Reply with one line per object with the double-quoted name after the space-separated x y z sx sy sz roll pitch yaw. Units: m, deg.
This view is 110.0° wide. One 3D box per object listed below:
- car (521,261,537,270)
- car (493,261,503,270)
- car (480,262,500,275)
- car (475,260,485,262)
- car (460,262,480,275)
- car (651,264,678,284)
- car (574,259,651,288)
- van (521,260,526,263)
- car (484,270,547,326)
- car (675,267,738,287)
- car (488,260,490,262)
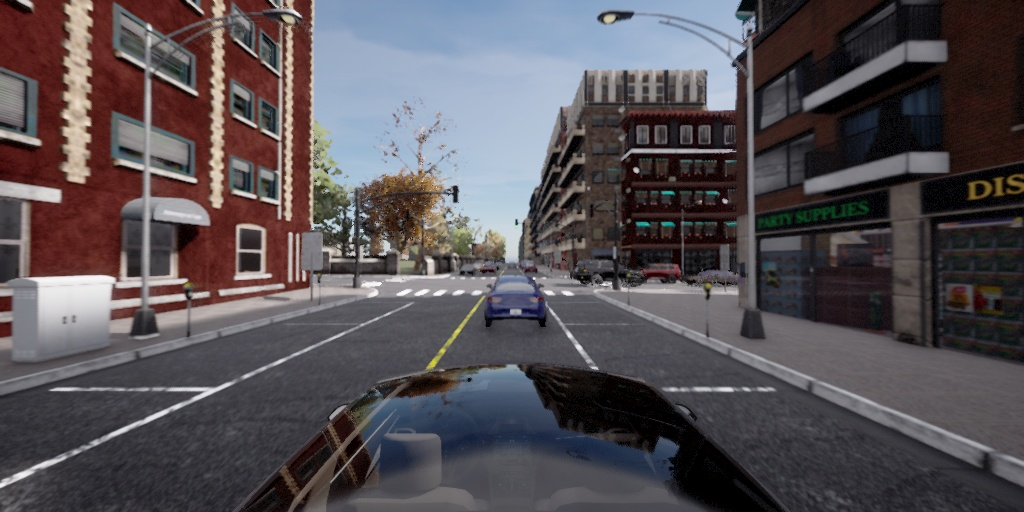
2.714 1.792 52.075 1.888 1.381 4.507 0 0 0 "car"
-3.003 1.980 64.394 1.895 1.301 4.718 0 -1 1 "car"
-3.066 1.808 48.292 1.895 1.301 4.718 0 -1 0 "car"
-5.663 1.832 57.539 1.751 1.417 4.829 0 0 0 "car"
-5.669 1.755 46.449 1.948 1.339 4.313 0 0 0 "car"
13.465 1.660 34.097 5.009 1.841 2.192 0 0 -1 "car"
7.654 1.355 28.352 5.566 2.045 2.150 2 -2 -13 "car"
2.717 1.648 57.705 1.690 1.789 3.998 0 0 0 "van"
0.102 1.372 12.008 1.812 1.442 4.674 0 -1 0 "car"
17.739 1.936 31.552 5.357 1.411 2.033 1 -1 -1 "car"
-5.661 1.682 63.339 2.192 1.841 5.009 0 0 0 "car"
